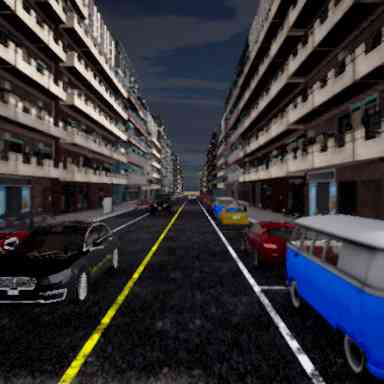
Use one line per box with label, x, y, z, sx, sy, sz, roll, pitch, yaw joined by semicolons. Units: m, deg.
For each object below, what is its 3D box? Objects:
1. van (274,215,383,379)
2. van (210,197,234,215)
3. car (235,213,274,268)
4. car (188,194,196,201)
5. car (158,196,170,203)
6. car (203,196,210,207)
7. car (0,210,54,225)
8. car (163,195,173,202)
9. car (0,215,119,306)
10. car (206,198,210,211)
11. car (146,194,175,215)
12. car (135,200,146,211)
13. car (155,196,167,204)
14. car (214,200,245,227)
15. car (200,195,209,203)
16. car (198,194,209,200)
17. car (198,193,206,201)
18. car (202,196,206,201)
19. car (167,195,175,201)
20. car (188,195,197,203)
van;2.683;1.339;5.236;1.690;1.788;3.998;-1;0;0
van;2.691;1.328;27.975;1.690;1.788;3.998;-1;0;0
car;2.686;1.575;10.920;1.802;1.307;4.206;-1;0;0
car;0.036;1.361;80.691;1.882;1.535;5.008;0;0;0
car;-5.670;1.547;67.775;2.008;1.369;4.403;-1;0;0
car;2.698;1.552;39.345;1.947;1.339;4.313;-1;0;0
car;-5.706;1.428;10.926;1.967;1.590;4.097;-1;0;0
car;-5.666;1.551;79.144;1.887;1.381;4.507;-1;0;0
car;-3.087;1.498;8.187;1.837;1.490;4.892;0;0;0
car;2.696;1.568;33.660;1.802;1.307;4.206;-1;0;0
car;-3.001;1.209;34.179;2.150;2.045;5.566;0;0;0
car;-5.682;1.563;39.351;1.802;1.307;4.206;-1;0;0
car;-5.673;1.517;61.921;1.752;1.417;4.829;-1;0;0
car;2.690;1.513;22.460;1.752;1.417;4.829;-1;0;0
car;2.702;1.535;50.714;1.887;1.381;4.507;-1;0;0
car;2.707;1.316;67.768;2.192;1.841;5.009;-1;0;0
car;2.716;1.342;90.508;2.192;1.841;5.009;-1;0;0
car;2.701;1.570;45.029;1.802;1.307;4.206;-1;0;0
car;-5.661;1.566;90.514;1.887;1.381;4.507;-1;0;0
car;0.031;1.594;70.720;1.895;1.301;4.718;0;0;0
